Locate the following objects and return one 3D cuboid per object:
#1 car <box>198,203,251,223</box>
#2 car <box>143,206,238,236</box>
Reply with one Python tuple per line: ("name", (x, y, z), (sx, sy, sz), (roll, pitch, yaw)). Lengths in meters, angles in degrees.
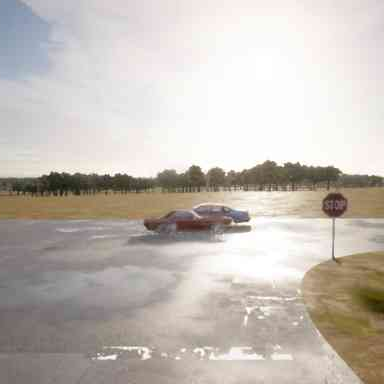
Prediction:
("car", (1.069, 1.463, 21.519), (5.357, 1.411, 2.033), (0, 2, 1))
("car", (-0.129, 1.591, 17.899), (4.718, 1.301, 1.895), (0, 0, 1))
